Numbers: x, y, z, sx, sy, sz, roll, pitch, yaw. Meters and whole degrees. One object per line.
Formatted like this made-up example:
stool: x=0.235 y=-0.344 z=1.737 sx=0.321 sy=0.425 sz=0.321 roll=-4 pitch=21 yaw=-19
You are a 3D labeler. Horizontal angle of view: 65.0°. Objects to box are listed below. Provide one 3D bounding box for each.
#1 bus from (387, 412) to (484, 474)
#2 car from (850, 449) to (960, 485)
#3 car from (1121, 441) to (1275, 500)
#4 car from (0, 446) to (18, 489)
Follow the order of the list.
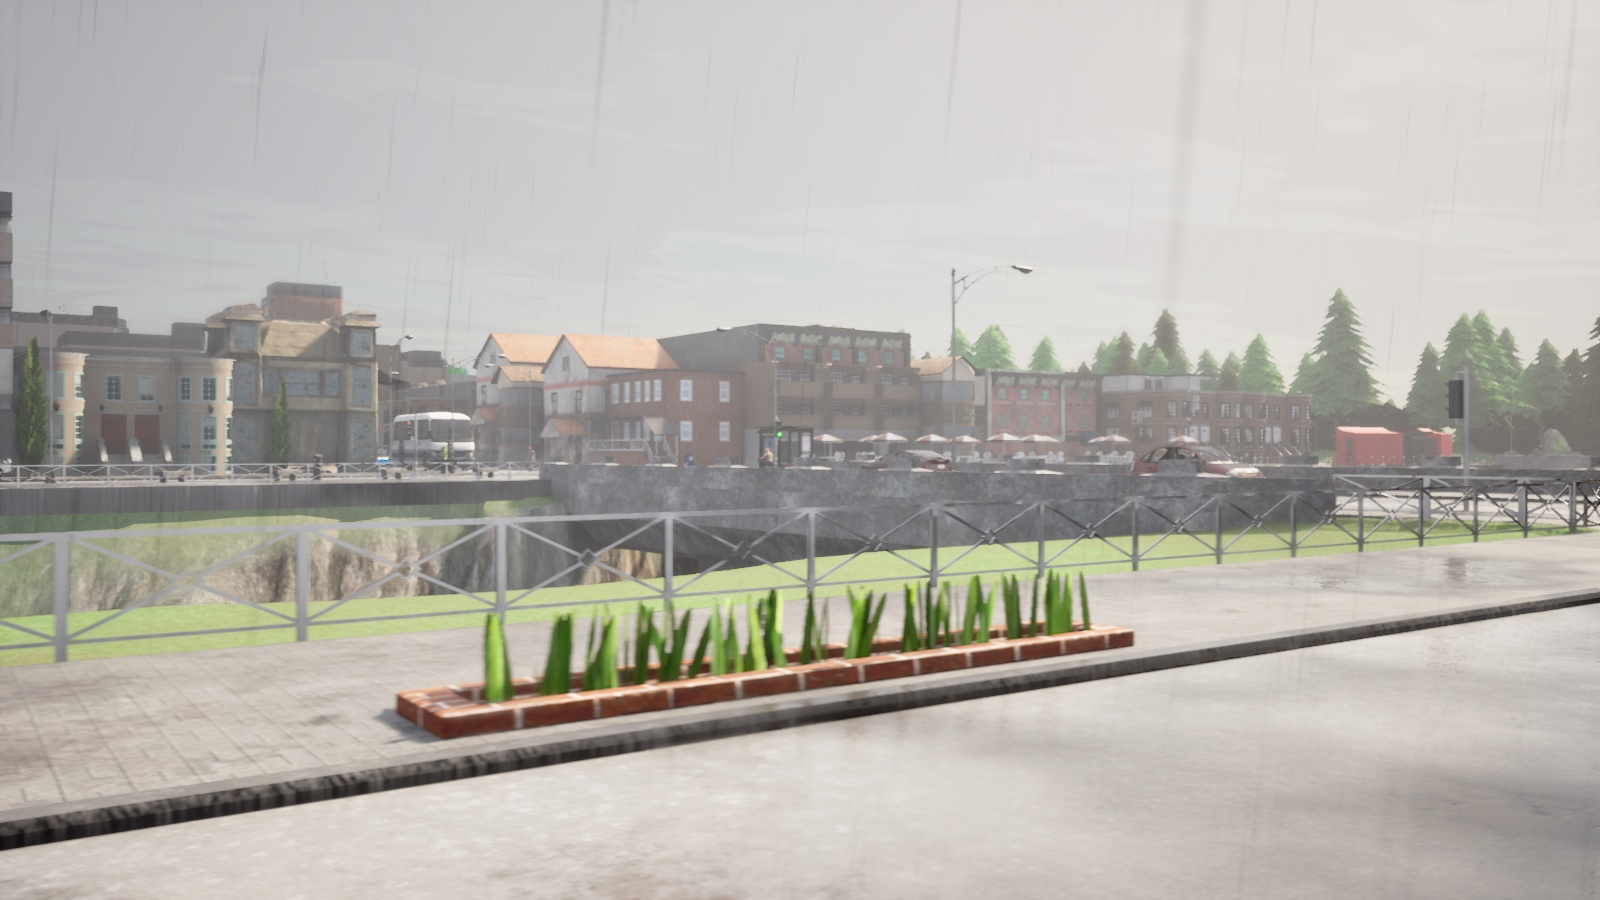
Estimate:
bus: x=-26.835 y=-0.493 z=91.949 sx=3.944 sy=4.253 sz=10.273 roll=0 pitch=0 yaw=-33
car: x=4.450 y=0.705 z=54.004 sx=2.163 sy=1.488 sz=4.792 roll=0 pitch=0 yaw=-35
car: x=11.584 y=0.565 z=36.772 sx=1.851 sy=1.617 sz=3.988 roll=0 pitch=0 yaw=-35
car: x=-36.464 y=0.767 z=54.086 sx=4.605 sy=1.855 sz=1.932 roll=0 pitch=0 yaw=-35
